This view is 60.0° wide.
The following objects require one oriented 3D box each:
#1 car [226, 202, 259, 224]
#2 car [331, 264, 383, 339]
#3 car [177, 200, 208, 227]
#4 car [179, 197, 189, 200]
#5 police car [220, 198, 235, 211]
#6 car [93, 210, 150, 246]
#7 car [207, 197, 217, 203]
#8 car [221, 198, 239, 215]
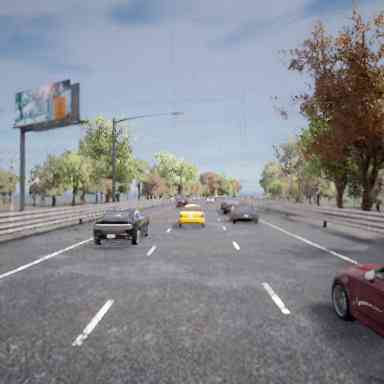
[{"bbox_3d":[4.006,1.717,26.142,1.994,1.385,4.181,0,0,2],"label":"car"},{"bbox_3d":[3.521,1.551,4.394,1.812,1.442,4.674,0,0,0],"label":"car"},{"bbox_3d":[0.075,1.598,24.277,1.801,1.575,5.366,0,0,2],"label":"car"},{"bbox_3d":[-1.245,1.692,56.037,2.097,1.767,4.553,0,-1,4],"label":"car"},{"bbox_3d":[5.107,1.724,47.980,1.930,1.638,5.238,0,0,4],"label":"police car"},{"bbox_3d":[-3.209,1.583,15.892,2.128,1.511,4.902,0,0,1],"label":"car"},{"bbox_3d":[4.557,2.144,82.163,1.895,1.301,4.718,0,0,6],"label":"car"},{"bbox_3d":[4.479,1.728,37.041,2.163,1.488,4.792,0,0,3],"label":"car"}]
